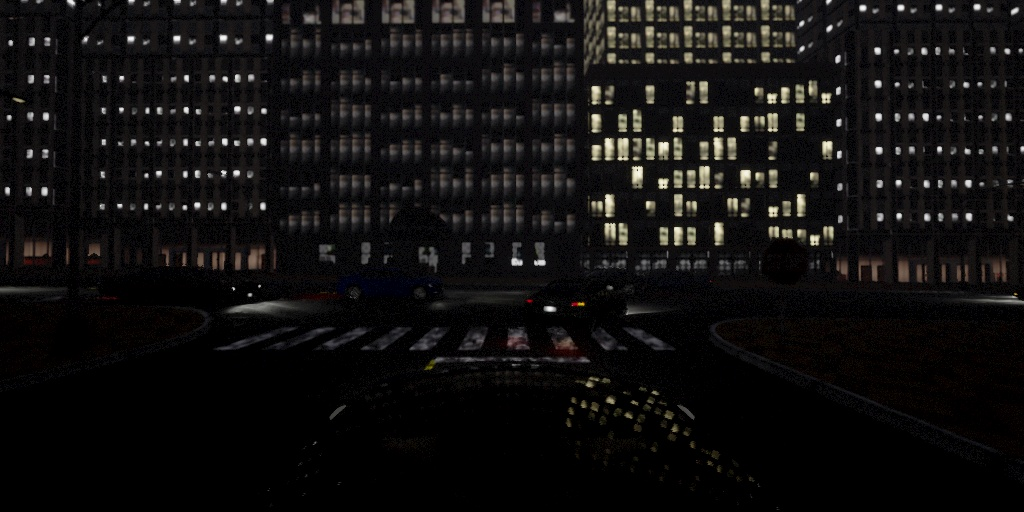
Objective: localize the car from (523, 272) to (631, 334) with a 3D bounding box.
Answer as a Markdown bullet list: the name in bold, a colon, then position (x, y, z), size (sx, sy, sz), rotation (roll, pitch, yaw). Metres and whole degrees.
- **car**: position (2.049, 1.357, 11.056), size (1.994, 1.385, 4.181), rotation (-1, 0, 32)

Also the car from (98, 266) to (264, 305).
- **car**: position (-13.101, 1.116, 14.350), size (5.357, 1.411, 2.033), rotation (1, -1, 1)

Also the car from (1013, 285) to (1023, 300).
- **car**: position (31.758, 1.952, 20.482), size (4.181, 1.385, 1.994), rotation (1, -1, 1)

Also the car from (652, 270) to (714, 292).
- **car**: position (10.466, 1.639, 24.005), size (5.357, 1.411, 2.033), rotation (1, -1, 1)

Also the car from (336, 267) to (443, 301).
- **car**: position (-5.871, 1.292, 17.495), size (5.008, 1.535, 1.882), rotation (0, 0, 1)

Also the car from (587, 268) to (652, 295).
- **car**: position (5.129, 1.437, 20.827), size (4.902, 1.511, 2.128), rotation (1, -1, 1)
